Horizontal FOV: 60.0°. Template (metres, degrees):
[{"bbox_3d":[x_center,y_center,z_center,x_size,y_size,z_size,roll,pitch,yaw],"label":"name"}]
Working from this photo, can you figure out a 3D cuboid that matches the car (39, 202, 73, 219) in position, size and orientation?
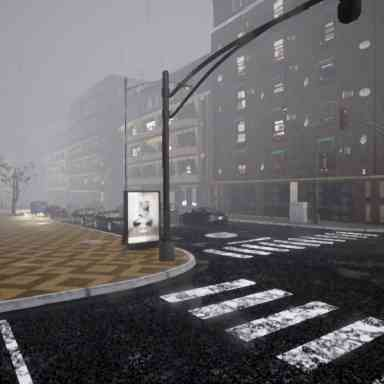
[{"bbox_3d":[-14.837,2.115,36.150,1.887,1.381,4.507,-2,0,-36],"label":"car"}]

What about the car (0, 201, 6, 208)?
[{"bbox_3d":[-44.561,2.862,77.386,1.887,1.381,4.507,-2,0,-36],"label":"car"}]

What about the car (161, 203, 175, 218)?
[{"bbox_3d":[-3.075,1.824,34.548,1.967,1.590,4.097,-2,0,-36],"label":"car"}]

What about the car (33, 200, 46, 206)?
[{"bbox_3d":[-37.771,2.797,82.297,1.887,1.381,4.507,-2,0,-36],"label":"car"}]

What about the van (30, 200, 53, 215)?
[{"bbox_3d":[-19.755,2.035,43.038,1.690,1.788,3.998,-2,0,-36],"label":"van"}]

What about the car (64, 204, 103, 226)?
[{"bbox_3d":[-8.761,1.969,27.673,2.008,1.369,4.403,-2,0,-36],"label":"car"}]

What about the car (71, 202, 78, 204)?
[{"bbox_3d":[-21.450,2.424,59.735,1.802,1.307,4.206,-2,0,-36],"label":"car"}]

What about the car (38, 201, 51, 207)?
[{"bbox_3d":[-34.506,2.736,77.784,1.947,1.339,4.313,-2,0,-36],"label":"car"}]

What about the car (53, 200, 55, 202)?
[{"bbox_3d":[-31.246,2.528,73.272,1.967,1.590,4.097,-2,0,-36],"label":"car"}]

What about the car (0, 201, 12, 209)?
[{"bbox_3d":[-38.033,2.703,68.361,2.008,1.369,4.403,-2,0,-36],"label":"car"}]

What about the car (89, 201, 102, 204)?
[{"bbox_3d":[-14.922,2.118,50.713,1.967,1.590,4.097,-2,0,-36],"label":"car"}]

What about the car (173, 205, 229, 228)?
[{"bbox_3d":[0.773,1.819,24.641,1.994,1.385,4.181,-1,0,-36],"label":"car"}]

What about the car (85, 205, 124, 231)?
[{"bbox_3d":[-5.497,1.888,23.160,2.008,1.369,4.403,-2,0,-36],"label":"car"}]
